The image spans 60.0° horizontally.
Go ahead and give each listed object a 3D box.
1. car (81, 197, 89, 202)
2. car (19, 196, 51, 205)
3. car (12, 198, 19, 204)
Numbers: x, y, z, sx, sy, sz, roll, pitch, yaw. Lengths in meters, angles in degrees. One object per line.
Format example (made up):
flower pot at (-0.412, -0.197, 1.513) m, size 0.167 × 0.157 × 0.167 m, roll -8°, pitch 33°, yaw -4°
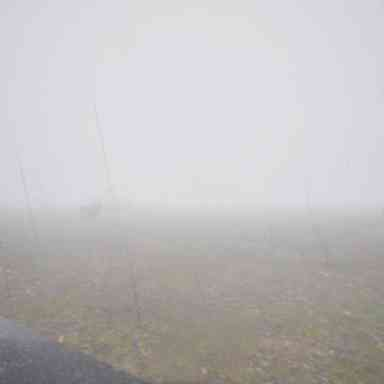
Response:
car at (-24.391, 1.626, 80.508) m, size 1.882 × 1.535 × 5.008 m, roll 0°, pitch 0°, yaw 34°
car at (-28.572, 1.622, 61.677) m, size 2.128 × 1.511 × 4.902 m, roll 0°, pitch 0°, yaw 34°
car at (-33.539, 1.582, 66.860) m, size 1.882 × 1.535 × 5.008 m, roll 0°, pitch 0°, yaw 34°
